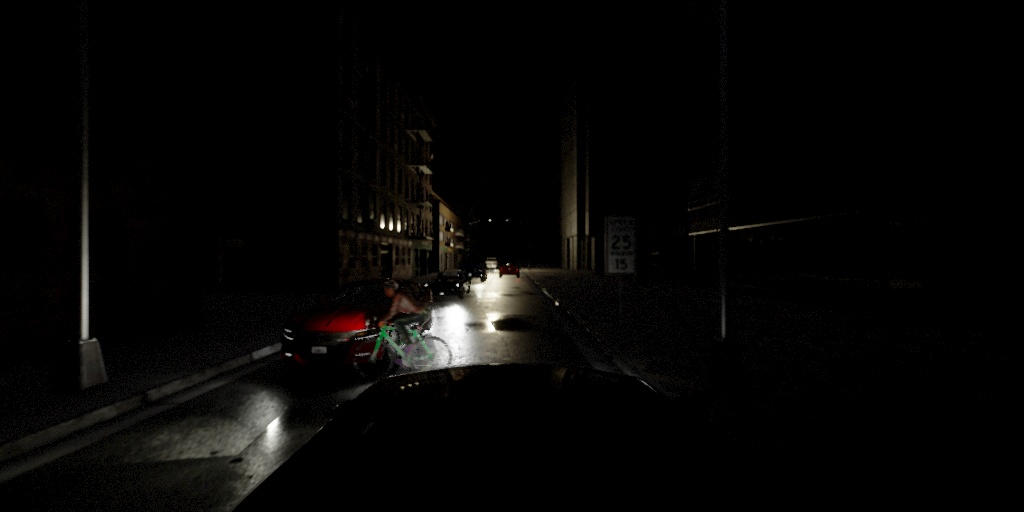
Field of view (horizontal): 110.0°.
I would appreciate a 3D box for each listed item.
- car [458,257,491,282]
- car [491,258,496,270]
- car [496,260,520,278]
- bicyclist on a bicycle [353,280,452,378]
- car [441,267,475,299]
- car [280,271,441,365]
[{"bbox_3d":[-3.316,1.135,30.928,2.150,2.045,5.566,0,-1,0],"label":"car"},{"bbox_3d":[-3.649,1.330,62.612,2.150,2.045,5.566,0,0,0],"label":"car"},{"bbox_3d":[-0.263,1.303,37.637,2.097,1.767,4.553,0,0,0],"label":"car"},{"bbox_3d":[-1.832,1.224,5.931,1.656,1.620,0.582,-2,0,-1],"label":"bicyclist on a bicycle"},{"bbox_3d":[-3.250,1.442,18.705,1.895,1.301,4.718,0,0,0],"label":"car"},{"bbox_3d":[-3.151,1.262,8.319,1.882,1.535,5.008,0,0,0],"label":"car"}]
